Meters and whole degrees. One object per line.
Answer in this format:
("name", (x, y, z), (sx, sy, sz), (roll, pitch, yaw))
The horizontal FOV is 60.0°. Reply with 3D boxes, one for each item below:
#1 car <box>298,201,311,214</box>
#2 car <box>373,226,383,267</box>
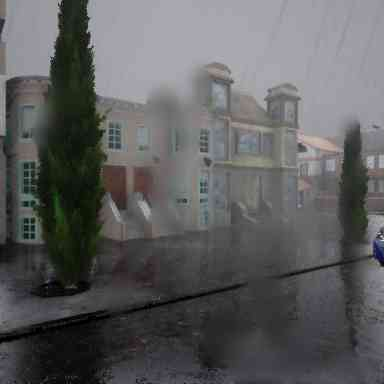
("car", (10.036, 1.352, 34.557), (2.097, 1.767, 4.553), (0, 0, -35))
("car", (7.778, 1.221, 9.972), (5.566, 2.045, 2.150), (0, 0, -33))
